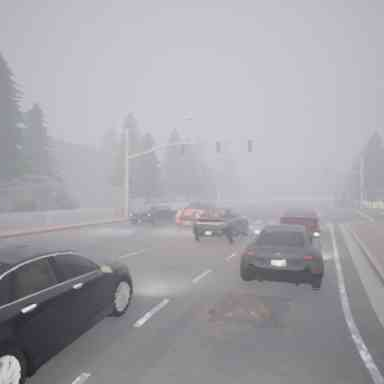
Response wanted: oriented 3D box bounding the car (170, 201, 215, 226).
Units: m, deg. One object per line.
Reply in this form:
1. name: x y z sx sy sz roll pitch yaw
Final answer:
1. car: 0.521 1.462 23.821 2.097 1.767 4.553 0 0 22

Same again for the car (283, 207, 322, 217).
1. car: 6.067 1.586 18.504 1.882 1.535 5.008 0 0 23

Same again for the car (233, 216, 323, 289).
1. car: 2.668 1.619 9.565 1.994 1.385 4.181 0 0 20

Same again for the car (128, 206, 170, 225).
1. car: -2.796 1.697 24.959 1.895 1.301 4.718 0 0 22

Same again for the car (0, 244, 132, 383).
1. car: -2.455 1.516 4.803 1.837 1.490 4.892 0 0 12

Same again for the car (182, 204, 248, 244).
1. car: 1.561 1.571 16.561 2.128 1.511 4.902 0 0 21
